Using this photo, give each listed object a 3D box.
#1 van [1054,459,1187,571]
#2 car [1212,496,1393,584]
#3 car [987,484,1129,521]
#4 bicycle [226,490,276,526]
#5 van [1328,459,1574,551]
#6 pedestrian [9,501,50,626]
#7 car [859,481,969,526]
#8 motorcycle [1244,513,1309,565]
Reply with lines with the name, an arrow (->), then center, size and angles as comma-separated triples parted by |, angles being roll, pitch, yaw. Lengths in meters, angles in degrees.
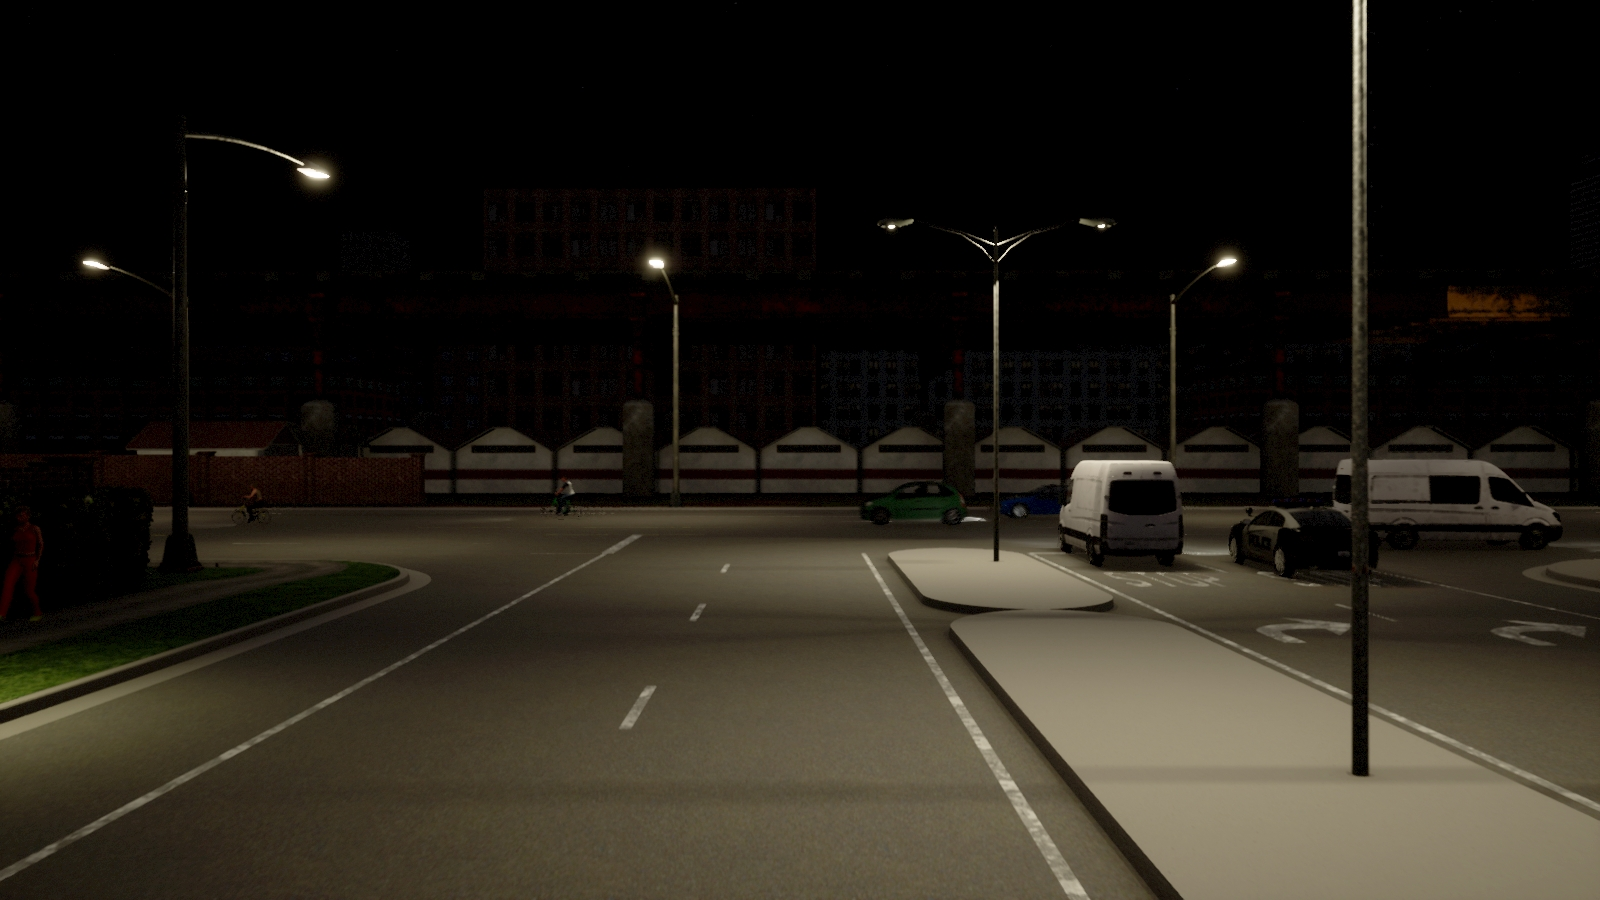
van -> 8.148, 1.544, 29.643 | 1.988, 2.561, 5.915 | 0, 0, 2
car -> 11.473, 1.986, 26.580 | 2.097, 1.638, 5.238 | 0, 0, 2
car -> 10.511, 2.121, 46.780 | 5.357, 1.411, 2.033 | 0, 0, 0
bicycle -> -20.826, 2.189, 43.384 | 1.487, 1.301, 0.859 | 0, 0, 0
van -> 18.555, 1.534, 32.756 | 5.915, 2.561, 1.988 | 0, 0, 0
pedestrian -> -11.737, 1.717, 17.411 | 0.375, 1.860, 0.375 | 0, 0, 0
car -> 4.282, 2.019, 43.297 | 3.988, 1.617, 1.851 | 0, 0, 0
motorcycle -> 11.989, 2.217, 28.804 | 0.803, 1.145, 2.033 | 0, 0, 0
